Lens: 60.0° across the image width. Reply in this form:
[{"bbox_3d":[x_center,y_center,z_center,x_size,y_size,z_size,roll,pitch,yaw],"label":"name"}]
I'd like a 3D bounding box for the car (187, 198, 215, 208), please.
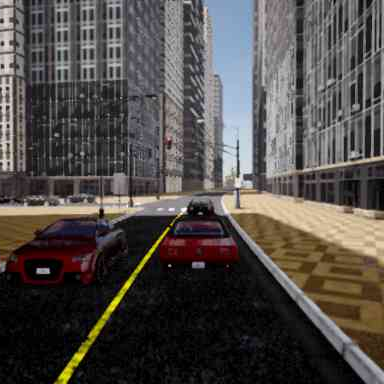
[{"bbox_3d":[0.683,1.090,24.136,1.895,1.301,4.718,0,1,3],"label":"car"}]

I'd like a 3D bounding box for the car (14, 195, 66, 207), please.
[{"bbox_3d":[-17.025,1.031,37.355,4.403,1.369,2.008,-1,2,12],"label":"car"}]

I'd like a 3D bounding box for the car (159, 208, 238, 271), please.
[{"bbox_3d":[0.205,1.390,10.054,1.895,1.301,4.718,0,1,1],"label":"car"}]

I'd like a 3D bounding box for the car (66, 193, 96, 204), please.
[{"bbox_3d":[-15.359,0.896,45.567,4.403,1.369,2.008,-1,2,12],"label":"car"}]

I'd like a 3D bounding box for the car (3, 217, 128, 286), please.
[{"bbox_3d":[-2.999,1.381,8.761,1.994,1.385,4.181,0,1,1],"label":"car"}]

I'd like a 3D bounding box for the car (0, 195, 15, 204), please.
[{"bbox_3d":[-26.384,1.068,47.807,4.313,1.339,1.947,-1,2,12],"label":"car"}]
